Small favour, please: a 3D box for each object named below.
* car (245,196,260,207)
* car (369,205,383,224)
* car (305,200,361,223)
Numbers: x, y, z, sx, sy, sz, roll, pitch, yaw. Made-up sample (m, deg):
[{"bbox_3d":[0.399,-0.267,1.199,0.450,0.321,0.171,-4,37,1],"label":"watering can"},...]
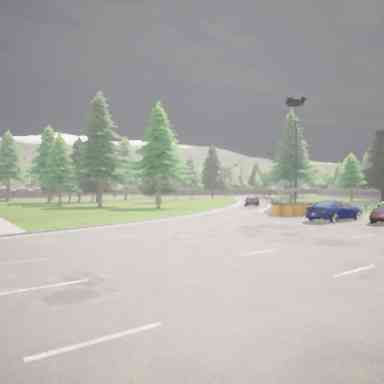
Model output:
[{"bbox_3d":[8.717,1.280,47.743,2.128,1.511,4.902,0,0,15],"label":"car"},{"bbox_3d":[13.612,1.419,22.058,4.181,1.385,1.994,0,0,-35],"label":"car"},{"bbox_3d":[10.238,1.343,23.951,5.008,1.535,1.882,0,0,-35],"label":"car"}]
